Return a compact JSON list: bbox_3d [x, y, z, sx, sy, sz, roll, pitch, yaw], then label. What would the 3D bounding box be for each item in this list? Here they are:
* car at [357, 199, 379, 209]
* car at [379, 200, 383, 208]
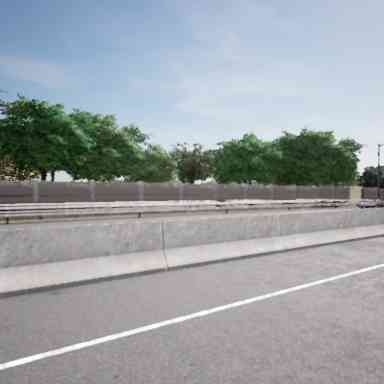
[{"bbox_3d":[23.003,1.647,41.813,5.357,1.411,2.033,0,0,-35],"label":"car"},{"bbox_3d":[23.989,1.569,38.222,5.008,1.535,1.882,1,0,-35],"label":"car"}]
